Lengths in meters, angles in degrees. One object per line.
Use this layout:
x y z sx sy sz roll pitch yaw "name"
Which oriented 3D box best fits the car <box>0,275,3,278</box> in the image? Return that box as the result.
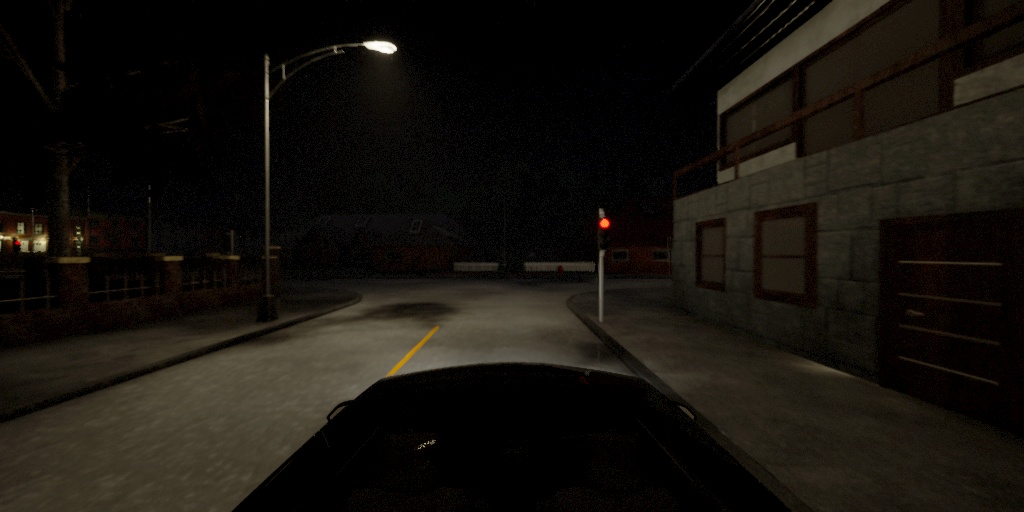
-34.135 1.150 21.572 4.718 1.301 1.895 0 1 0 "car"
